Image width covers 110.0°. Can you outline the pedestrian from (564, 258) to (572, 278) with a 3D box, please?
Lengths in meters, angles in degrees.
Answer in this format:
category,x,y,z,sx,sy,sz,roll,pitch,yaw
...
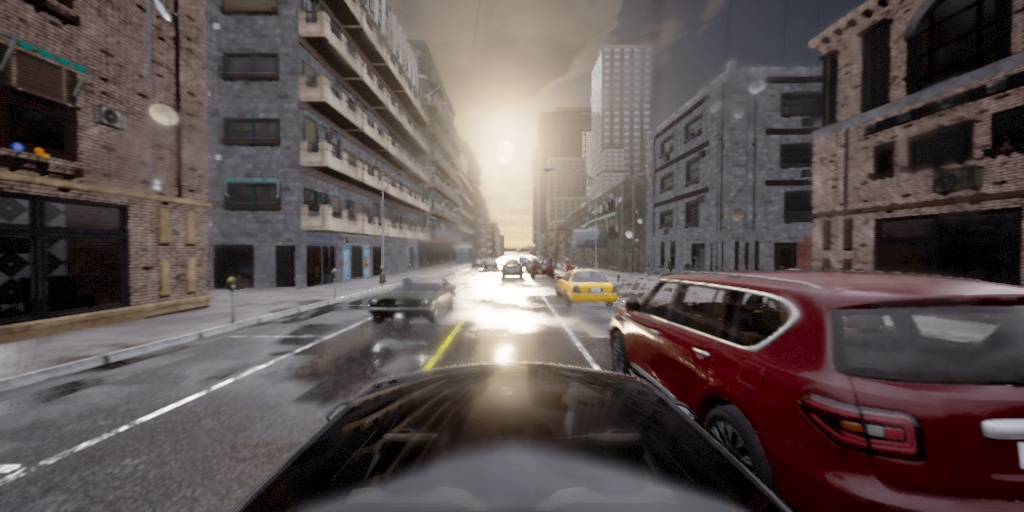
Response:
category,x,y,z,sx,sy,sz,roll,pitch,yaw
pedestrian,2.929,1.029,18.389,0.375,1.860,0.375,-1,1,0

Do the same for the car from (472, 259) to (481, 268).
category,x,y,z,sx,sy,sz,roll,pitch,yaw
car,-5.682,1.264,59.913,1.802,1.307,4.207,0,0,0

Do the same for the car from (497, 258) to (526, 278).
category,x,y,z,sx,sy,sz,roll,pitch,yaw
car,0.042,1.211,32.806,2.128,1.511,4.902,0,0,0

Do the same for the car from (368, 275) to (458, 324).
category,x,y,z,sx,sy,sz,roll,pitch,yaw
car,-3.099,1.341,12.082,1.895,1.301,4.718,0,0,0

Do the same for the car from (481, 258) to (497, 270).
category,x,y,z,sx,sy,sz,roll,pitch,yaw
car,-3.062,1.219,52.828,1.812,1.442,4.674,0,0,0

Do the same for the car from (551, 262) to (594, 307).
category,x,y,z,sx,sy,sz,roll,pitch,yaw
car,3.002,1.193,15.412,1.801,1.575,5.366,0,0,0

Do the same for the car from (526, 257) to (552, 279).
category,x,y,z,sx,sy,sz,roll,pitch,yaw
car,2.661,1.034,32.058,2.192,1.841,5.009,0,0,0

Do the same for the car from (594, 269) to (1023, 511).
category,x,y,z,sx,sy,sz,roll,pitch,yaw
car,2.657,1.063,4.159,2.192,1.841,5.009,0,0,0
